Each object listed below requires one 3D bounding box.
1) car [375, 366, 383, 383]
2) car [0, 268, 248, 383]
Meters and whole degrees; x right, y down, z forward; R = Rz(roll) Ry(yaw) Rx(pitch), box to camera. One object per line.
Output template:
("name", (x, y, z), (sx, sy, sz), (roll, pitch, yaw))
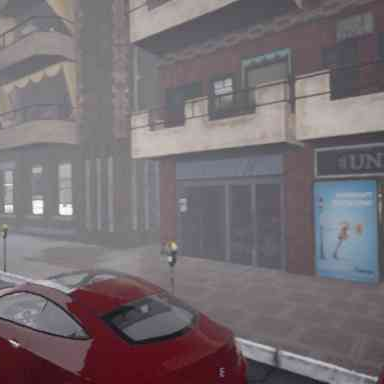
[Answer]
("car", (3.100, 1.313, 0.686), (5.009, 1.841, 2.192), (0, -1, 36))
("car", (-1.412, 1.586, 3.899), (4.206, 1.307, 1.802), (0, -1, 36))
